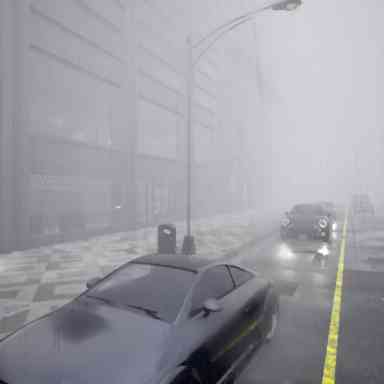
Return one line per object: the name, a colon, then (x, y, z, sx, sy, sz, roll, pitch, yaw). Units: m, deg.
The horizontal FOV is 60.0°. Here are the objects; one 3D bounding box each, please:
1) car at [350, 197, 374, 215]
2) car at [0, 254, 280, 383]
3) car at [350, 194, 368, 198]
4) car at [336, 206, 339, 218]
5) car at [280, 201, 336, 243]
car: (17.534, 1.588, 34.052, 2.033, 1.411, 5.357, 0, 0, 26)
car: (-0.326, 1.566, 4.226, 1.994, 1.385, 4.181, 0, 0, 30)
car: (21.960, 1.274, 43.542, 2.150, 2.045, 5.566, 0, 0, 25)
car: (11.333, 1.531, 28.259, 1.837, 1.490, 4.892, 0, 1, 25)
car: (5.763, 1.368, 16.470, 2.097, 1.767, 4.553, 0, 0, 25)
